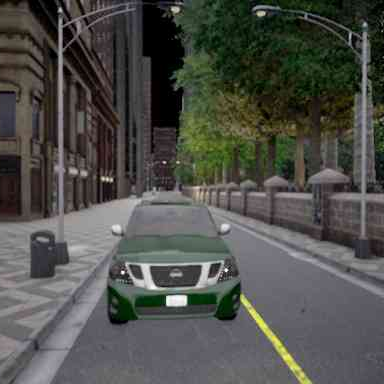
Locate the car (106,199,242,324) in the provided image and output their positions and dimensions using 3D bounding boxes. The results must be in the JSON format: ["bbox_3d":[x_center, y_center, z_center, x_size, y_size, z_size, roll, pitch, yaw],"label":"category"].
[{"bbox_3d":[-0.490,1.221,7.564,2.150,2.045,5.566,0,0,-6],"label":"car"}]
